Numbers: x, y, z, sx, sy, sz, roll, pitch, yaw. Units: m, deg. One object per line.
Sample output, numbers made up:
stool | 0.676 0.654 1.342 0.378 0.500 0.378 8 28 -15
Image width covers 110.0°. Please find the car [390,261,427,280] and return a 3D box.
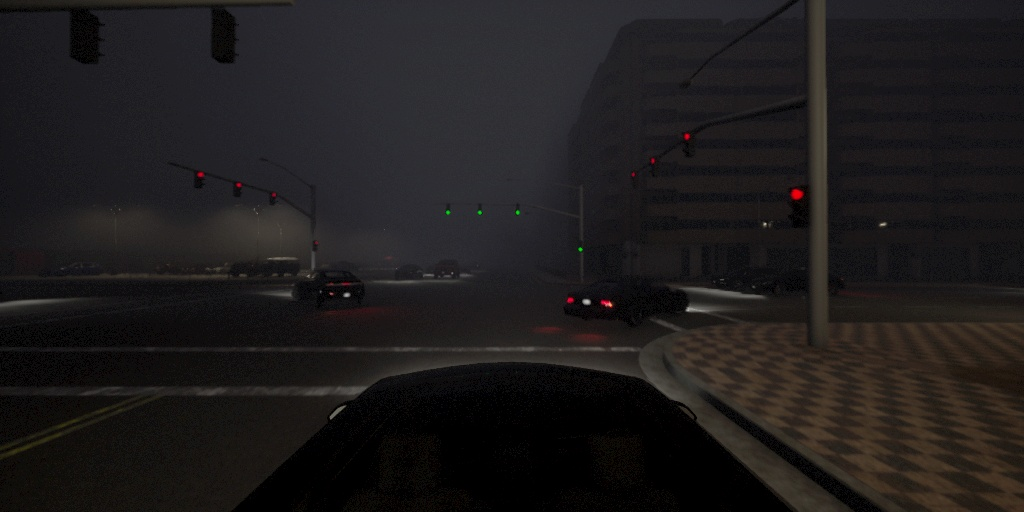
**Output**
car | -10.575 1.605 37.120 1.882 1.535 5.008 0 -1 0

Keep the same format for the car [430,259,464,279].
car | -7.071 1.374 39.519 2.150 2.045 5.566 0 -1 0

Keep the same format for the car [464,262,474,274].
car | -7.044 1.880 51.377 1.895 1.301 4.718 0 -1 0

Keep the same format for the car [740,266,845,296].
car | 15.790 1.416 19.994 4.674 1.442 1.812 -1 -1 0

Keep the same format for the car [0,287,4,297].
car | -25.746 1.371 15.857 4.674 1.442 1.812 0 -1 0

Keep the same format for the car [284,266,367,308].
car | -8.312 1.365 16.134 2.128 1.511 4.902 1 -1 -44

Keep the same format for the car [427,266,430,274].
car | -10.556 1.820 49.216 1.994 1.385 4.181 0 -1 0

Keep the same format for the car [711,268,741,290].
car | 15.678 1.431 23.494 4.892 1.490 1.837 0 -1 0

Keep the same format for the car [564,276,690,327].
car | 3.976 1.365 11.915 5.357 1.411 2.033 0 -1 -43
